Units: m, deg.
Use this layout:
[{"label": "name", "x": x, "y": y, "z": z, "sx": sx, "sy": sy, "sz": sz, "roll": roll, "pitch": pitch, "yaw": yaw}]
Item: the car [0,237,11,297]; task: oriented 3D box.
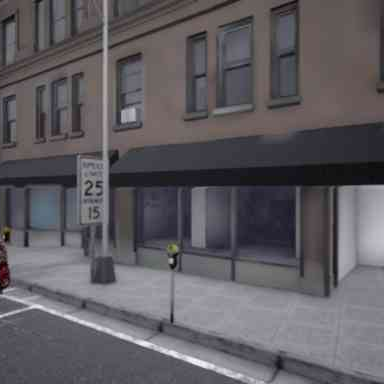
[{"label": "car", "x": -5.871, "y": 1.399, "z": 7.137, "sx": 5.009, "sy": 1.841, "sz": 2.192, "roll": -1, "pitch": 0, "yaw": 36}]
